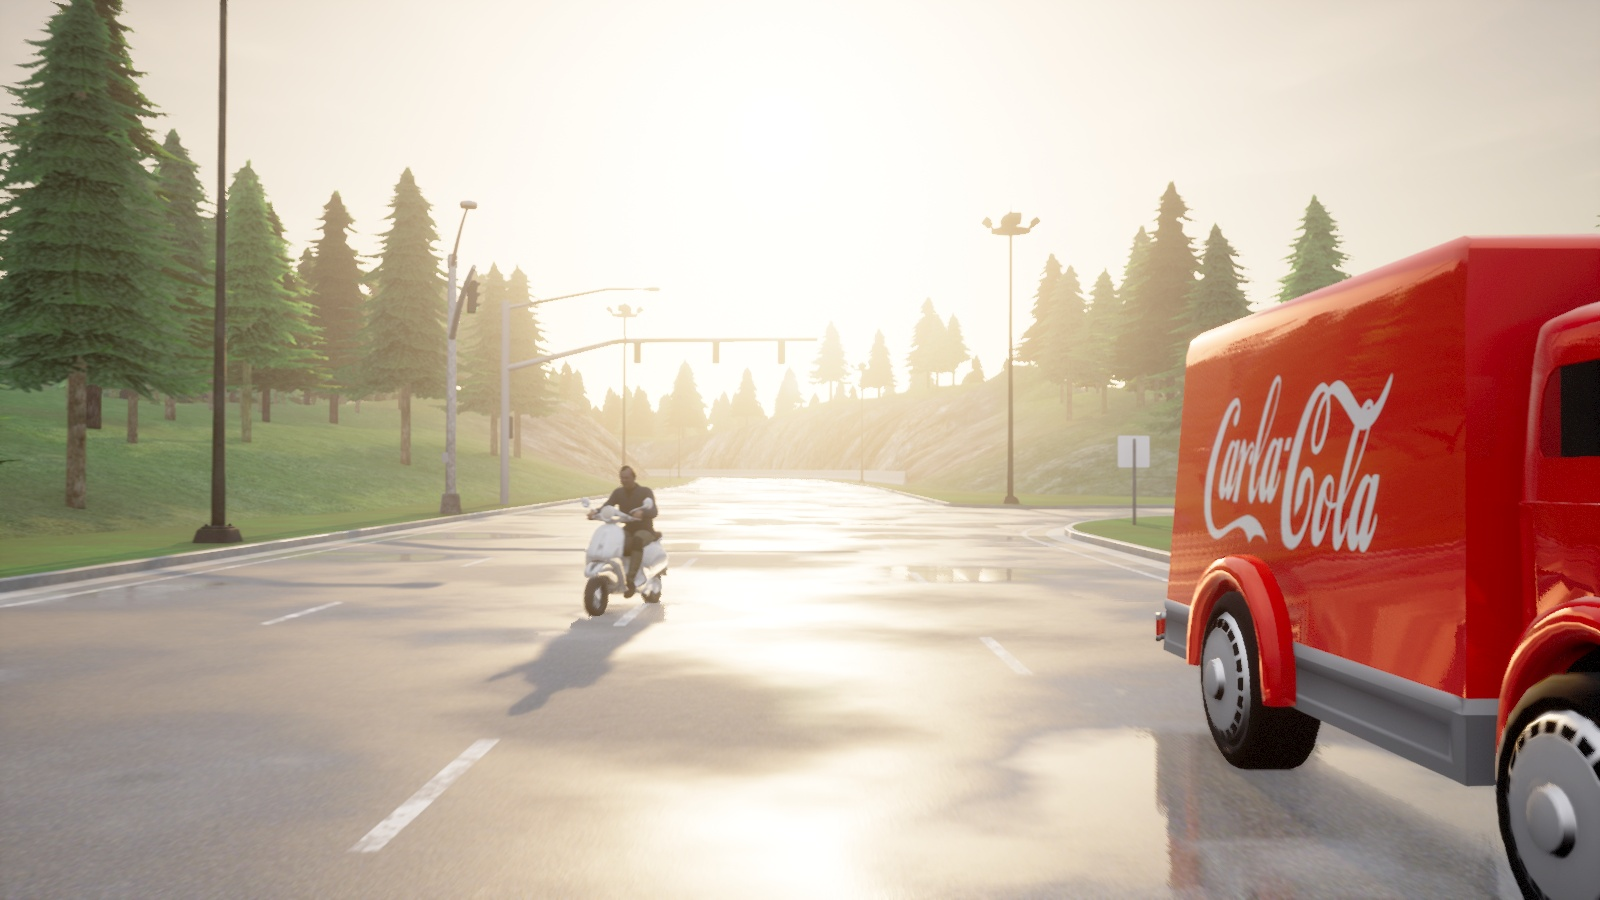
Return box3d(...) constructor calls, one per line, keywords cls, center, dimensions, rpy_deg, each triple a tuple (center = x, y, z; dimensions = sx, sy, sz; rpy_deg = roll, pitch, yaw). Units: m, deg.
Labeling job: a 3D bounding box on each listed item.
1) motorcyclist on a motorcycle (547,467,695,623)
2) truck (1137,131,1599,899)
box3d(cls="motorcyclist on a motorcycle", center=(-1.932, 0.983, 13.830), dimensions=(0.866, 1.590, 1.817), rpy_deg=(-1, -1, 20))
box3d(cls="truck", center=(3.485, 0.394, 5.432), dimensions=(2.627, 2.467, 5.204), rpy_deg=(0, -1, 0))
